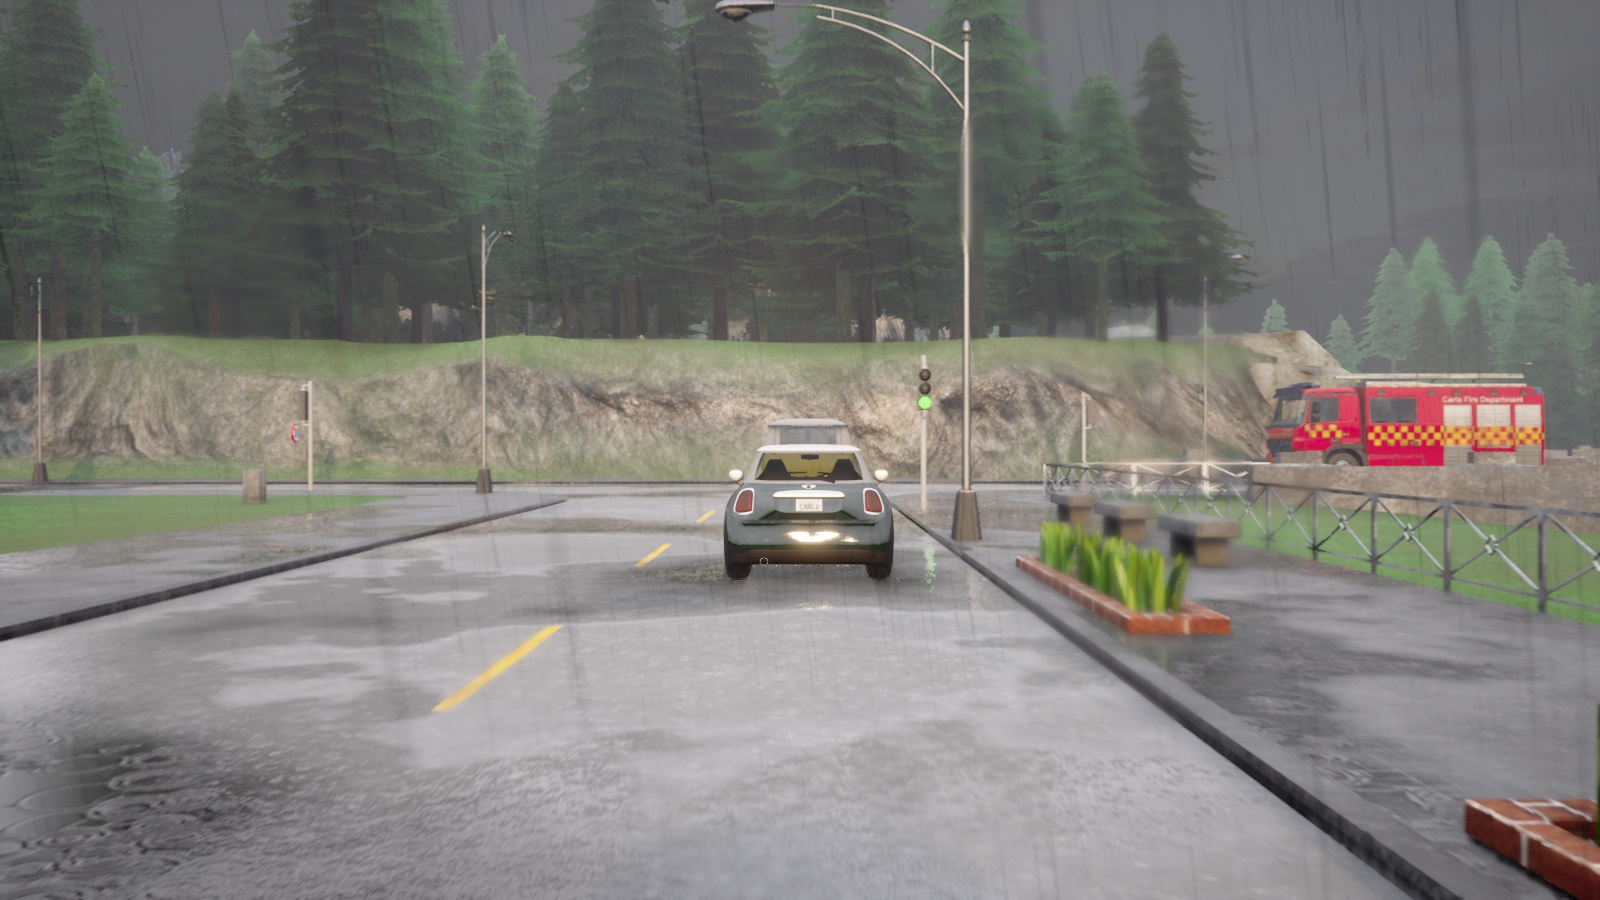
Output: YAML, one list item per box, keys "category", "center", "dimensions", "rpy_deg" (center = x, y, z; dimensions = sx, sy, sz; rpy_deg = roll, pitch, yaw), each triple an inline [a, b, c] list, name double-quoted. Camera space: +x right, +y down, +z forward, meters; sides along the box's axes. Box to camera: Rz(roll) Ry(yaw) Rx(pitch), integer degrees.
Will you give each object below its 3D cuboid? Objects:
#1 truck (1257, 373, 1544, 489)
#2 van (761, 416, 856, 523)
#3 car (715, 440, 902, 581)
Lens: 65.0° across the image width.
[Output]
- category: "truck"
  center: [20.478, -0.645, 43.198]
  dimensions: [8.468, 3.827, 2.891]
  rpy_deg: [0, 0, 0]
- category: "van"
  center: [0.164, 0.354, 25.738]
  dimensions: [1.775, 1.987, 4.442]
  rpy_deg: [0, 0, 0]
- category: "car"
  center: [0.103, 0.627, 15.137]
  dimensions: [1.970, 1.475, 3.806]
  rpy_deg: [0, 0, 0]
